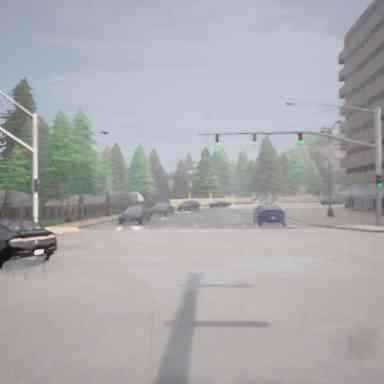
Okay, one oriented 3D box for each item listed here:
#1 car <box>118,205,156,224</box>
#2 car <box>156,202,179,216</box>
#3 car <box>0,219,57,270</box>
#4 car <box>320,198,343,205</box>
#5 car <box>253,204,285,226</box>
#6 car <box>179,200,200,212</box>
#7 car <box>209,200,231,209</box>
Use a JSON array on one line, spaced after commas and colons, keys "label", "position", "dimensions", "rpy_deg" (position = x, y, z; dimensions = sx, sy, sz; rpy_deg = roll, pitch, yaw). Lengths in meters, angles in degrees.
[{"label": "car", "position": [-4.664, 1.847, 27.845], "dimensions": [1.812, 1.442, 4.674], "rpy_deg": [-1, -1, 7]}, {"label": "car", "position": [-3.284, 1.925, 37.671], "dimensions": [1.812, 1.442, 4.674], "rpy_deg": [-1, -1, 12]}, {"label": "car", "position": [-6.817, 1.714, 11.800], "dimensions": [4.902, 1.511, 2.128], "rpy_deg": [-1, -1, 34]}, {"label": "car", "position": [26.869, 1.854, 64.121], "dimensions": [4.181, 1.385, 1.994], "rpy_deg": [0, -1, -18]}, {"label": "car", "position": [5.752, 1.653, 25.258], "dimensions": [1.882, 1.535, 5.008], "rpy_deg": [-1, -1, 4]}, {"label": "car", "position": [-0.377, 1.963, 47.445], "dimensions": [1.837, 1.490, 4.892], "rpy_deg": [-1, -1, 24]}, {"label": "car", "position": [4.765, 2.084, 56.242], "dimensions": [1.895, 1.301, 4.718], "rpy_deg": [-1, -1, 35]}]
